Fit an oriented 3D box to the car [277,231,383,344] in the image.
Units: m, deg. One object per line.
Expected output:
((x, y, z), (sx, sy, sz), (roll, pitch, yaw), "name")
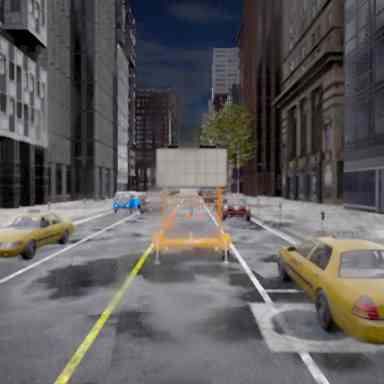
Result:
((2.862, 1.411, 6.401), (1.752, 1.417, 4.829), (0, 1, 1), "car")

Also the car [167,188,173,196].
((-5.718, 0.366, 73.698), (1.752, 1.417, 4.829), (0, 1, 0), "car")

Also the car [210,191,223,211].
((2.839, 0.951, 28.751), (1.967, 1.590, 4.097), (0, 1, 0), "car")

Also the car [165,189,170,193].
((-5.710, 0.583, 62.593), (1.802, 1.307, 4.206), (0, 1, 0), "car")

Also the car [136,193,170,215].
((-3.116, 1.055, 27.545), (1.812, 1.442, 4.674), (0, 1, 0), "car")

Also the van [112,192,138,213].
((-5.685, 0.852, 28.759), (1.690, 1.788, 3.998), (0, 1, 0), "van")

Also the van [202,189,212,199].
((2.816, 0.342, 62.583), (1.690, 1.788, 3.998), (0, 1, 0), "van")

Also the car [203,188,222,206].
((2.831, 0.651, 40.027), (2.192, 1.841, 5.009), (0, 1, 0), "car")

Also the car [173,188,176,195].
((-5.723, 0.079, 79.503), (2.192, 1.841, 5.009), (0, 1, 0), "car")

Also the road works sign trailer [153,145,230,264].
((-0.008, 0.270, 11.037), (2.380, 3.560, 2.880), (0, 1, 0), "road works sign trailer")

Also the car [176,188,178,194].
((-5.731, -0.065, 90.780), (2.192, 1.841, 5.009), (0, 1, 0), "car")

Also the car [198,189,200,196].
((2.807, 0.421, 73.865), (1.802, 1.307, 4.206), (0, 1, 0), "car")

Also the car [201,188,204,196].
((2.827, 0.567, 45.666), (2.192, 1.841, 5.009), (0, 1, 0), "car")

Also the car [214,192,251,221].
((2.843, 1.042, 23.113), (1.967, 1.590, 4.097), (0, 1, 0), "car")

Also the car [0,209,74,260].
((-5.675, 1.322, 11.640), (1.752, 1.417, 4.829), (0, 1, 1), "car")
